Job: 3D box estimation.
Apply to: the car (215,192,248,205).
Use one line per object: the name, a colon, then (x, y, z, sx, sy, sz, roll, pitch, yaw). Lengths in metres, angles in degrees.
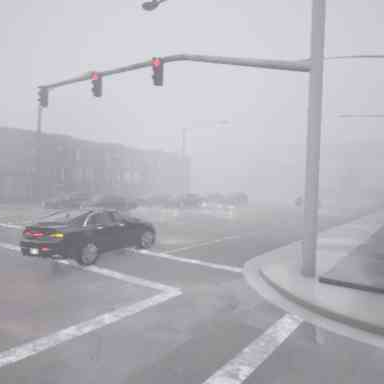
car: (5.179, 0.797, 40.716, 1.837, 1.490, 4.892, 3, 2, 36)

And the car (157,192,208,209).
car: (-0.808, 0.808, 32.403, 1.837, 1.490, 4.892, 3, 2, 36)

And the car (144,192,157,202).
car: (-3.758, 0.716, 34.303, 2.033, 1.411, 5.357, 3, 2, 35)

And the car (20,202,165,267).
car: (-3.000, 1.251, 10.714, 1.837, 1.490, 4.892, 0, 0, 26)

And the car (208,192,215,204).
car: (2.435, 0.704, 42.901, 2.033, 1.411, 5.357, 3, 2, 36)

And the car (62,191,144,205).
car: (-6.431, 0.862, 24.583, 2.033, 1.411, 5.357, 3, 2, 37)

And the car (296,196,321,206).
car: (14.692, 1.162, 41.711, 1.895, 1.301, 4.718, 3, 2, 35)

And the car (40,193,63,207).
car: (-9.490, 0.671, 26.311, 2.128, 1.511, 4.902, 3, 2, 36)
